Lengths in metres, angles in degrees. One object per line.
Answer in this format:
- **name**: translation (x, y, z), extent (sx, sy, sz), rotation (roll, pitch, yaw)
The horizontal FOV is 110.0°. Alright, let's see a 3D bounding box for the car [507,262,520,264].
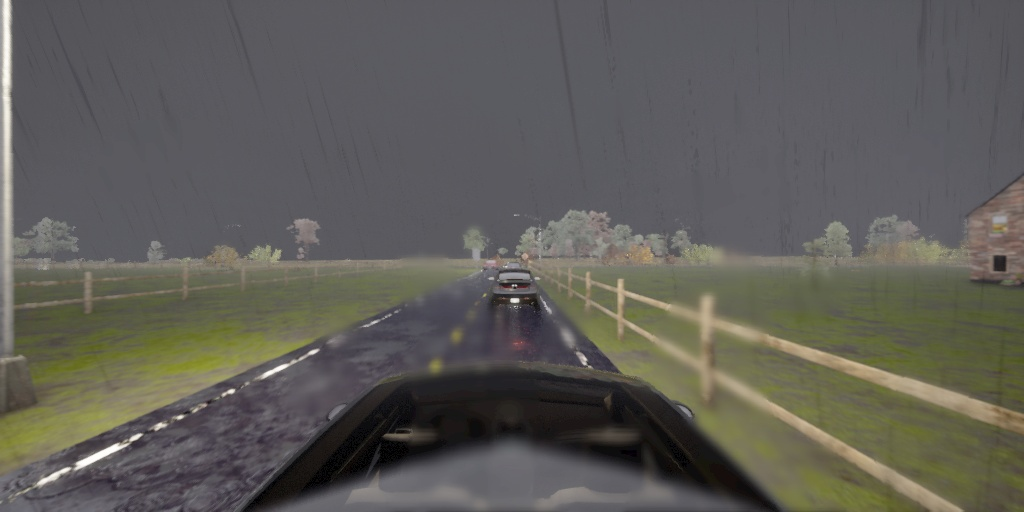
- **car**: translation (0.105, 1.292, 34.953), extent (2.033, 1.411, 5.357), rotation (0, 0, 0)

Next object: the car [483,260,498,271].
- **car**: translation (-2.799, 1.265, 48.267), extent (1.812, 1.442, 4.674), rotation (0, 0, 0)

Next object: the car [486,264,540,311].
- **car**: translation (0.100, 1.254, 14.523), extent (1.837, 1.490, 4.892), rotation (0, 0, 0)
